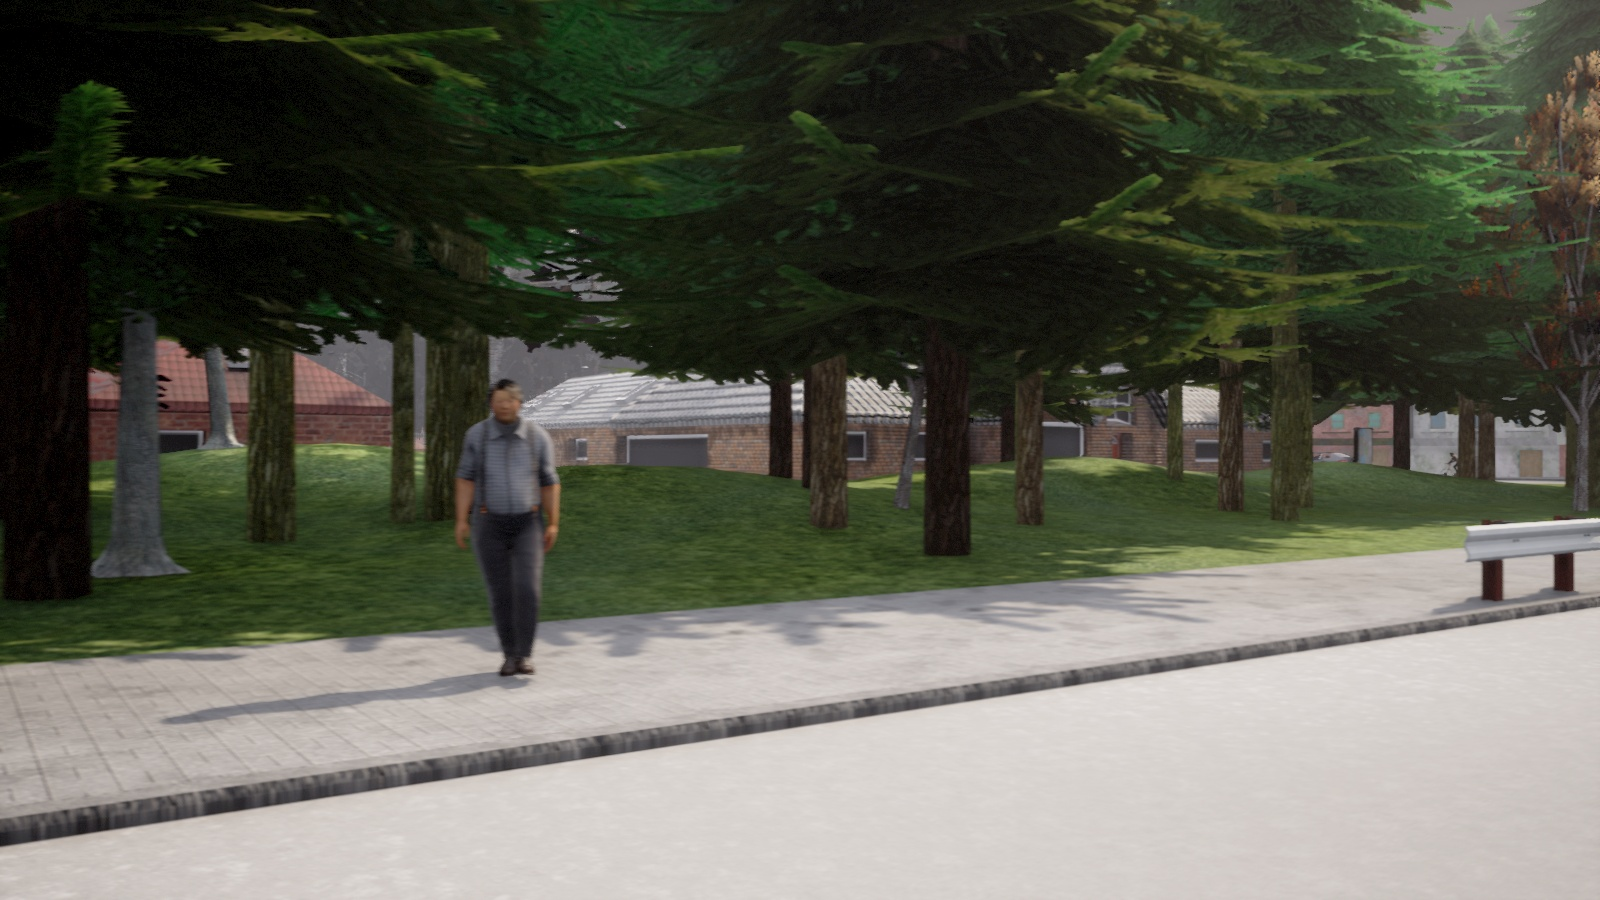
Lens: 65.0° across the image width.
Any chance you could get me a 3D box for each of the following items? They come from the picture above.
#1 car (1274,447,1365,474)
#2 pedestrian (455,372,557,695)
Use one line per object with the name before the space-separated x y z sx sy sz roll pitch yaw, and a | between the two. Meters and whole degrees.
car | 33.478 0.651 81.011 2.152 1.651 5.027 0 0 -35
pedestrian | -1.787 0.477 7.590 0.540 1.848 0.694 0 0 -18
